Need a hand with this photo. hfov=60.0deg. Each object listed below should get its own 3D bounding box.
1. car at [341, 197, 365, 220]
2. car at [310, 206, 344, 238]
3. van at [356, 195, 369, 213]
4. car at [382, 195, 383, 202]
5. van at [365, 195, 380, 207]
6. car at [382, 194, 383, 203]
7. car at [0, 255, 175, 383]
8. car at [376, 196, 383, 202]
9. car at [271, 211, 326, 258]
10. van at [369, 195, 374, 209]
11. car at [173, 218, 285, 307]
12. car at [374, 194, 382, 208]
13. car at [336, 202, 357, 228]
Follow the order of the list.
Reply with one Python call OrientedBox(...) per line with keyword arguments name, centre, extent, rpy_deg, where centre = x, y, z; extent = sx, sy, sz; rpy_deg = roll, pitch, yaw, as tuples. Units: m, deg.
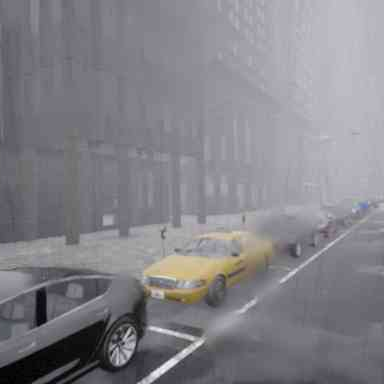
OrientedBox(name="car", centre=(12.779, 1.471, 27.524), extent=(1.967, 1.590, 4.097), rpy_deg=(-2, -1, 32))
OrientedBox(name="car", centre=(6.754, 1.637, 17.996), extent=(1.802, 1.307, 4.206), rpy_deg=(-2, -1, 32))
OrientedBox(name="van", centre=(15.791, 1.362, 32.287), extent=(1.690, 1.788, 3.998), rpy_deg=(-2, -1, 32))
OrientedBox(name="car", centre=(29.610, 1.406, 48.943), extent=(2.128, 1.511, 4.902), rpy_deg=(-2, -1, 32))
OrientedBox(name="van", centre=(27.849, 1.325, 51.337), extent=(1.690, 1.788, 3.998), rpy_deg=(-2, -1, 32))
OrientedBox(name="car", centre=(36.899, 1.508, 65.623), extent=(1.887, 1.381, 4.507), rpy_deg=(-2, -1, 32))
OrientedBox(name="car", centre=(-2.290, 1.662, 3.708), extent=(1.947, 1.339, 4.313), rpy_deg=(-2, -1, 32))
OrientedBox(name="car", centre=(42.928, 1.519, 75.148), extent=(1.947, 1.339, 4.313), rpy_deg=(-2, -1, 32))
OrientedBox(name="car", centre=(3.738, 1.634, 13.233), extent=(1.947, 1.339, 4.313), rpy_deg=(-2, -1, 32))
OrientedBox(name="van", centre=(18.806, 1.352, 37.050), extent=(1.690, 1.788, 3.998), rpy_deg=(-2, -1, 32))
OrientedBox(name="car", centre=(0.632, 1.607, 8.327), extent=(1.752, 1.417, 4.829), rpy_deg=(-2, -1, 32))
OrientedBox(name="car", centre=(24.834, 1.307, 46.575), extent=(2.192, 1.841, 5.009), rpy_deg=(-2, -1, 32))
OrientedBox(name="car", centre=(9.768, 1.608, 22.759), extent=(1.947, 1.339, 4.313), rpy_deg=(-2, -1, 32))
